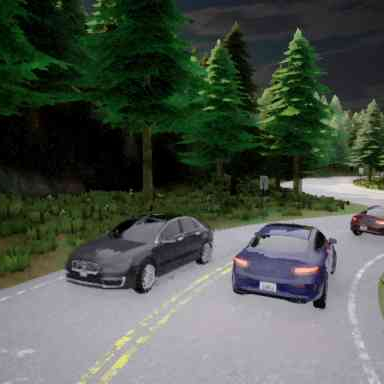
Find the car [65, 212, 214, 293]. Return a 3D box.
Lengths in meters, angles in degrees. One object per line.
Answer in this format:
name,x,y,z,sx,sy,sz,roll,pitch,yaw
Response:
car,-1.034,1.359,8.784,1.837,1.490,4.892,1,1,28

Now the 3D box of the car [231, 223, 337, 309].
car,2.358,1.486,7.971,1.812,1.442,4.674,2,2,26

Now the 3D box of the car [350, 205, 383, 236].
car,9.264,1.336,15.516,4.674,1.442,1.812,-1,5,-34
